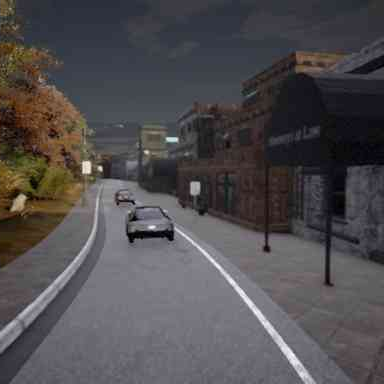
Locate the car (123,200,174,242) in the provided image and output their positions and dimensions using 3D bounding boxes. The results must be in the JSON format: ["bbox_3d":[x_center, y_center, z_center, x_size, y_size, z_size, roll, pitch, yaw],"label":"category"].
[{"bbox_3d":[-2.040,1.327,15.331,1.994,1.385,4.181,-1,2,-12],"label":"car"}]

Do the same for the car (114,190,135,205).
[{"bbox_3d":[-6.895,0.463,33.930,2.033,1.411,5.357,-1,3,-15],"label":"car"}]
